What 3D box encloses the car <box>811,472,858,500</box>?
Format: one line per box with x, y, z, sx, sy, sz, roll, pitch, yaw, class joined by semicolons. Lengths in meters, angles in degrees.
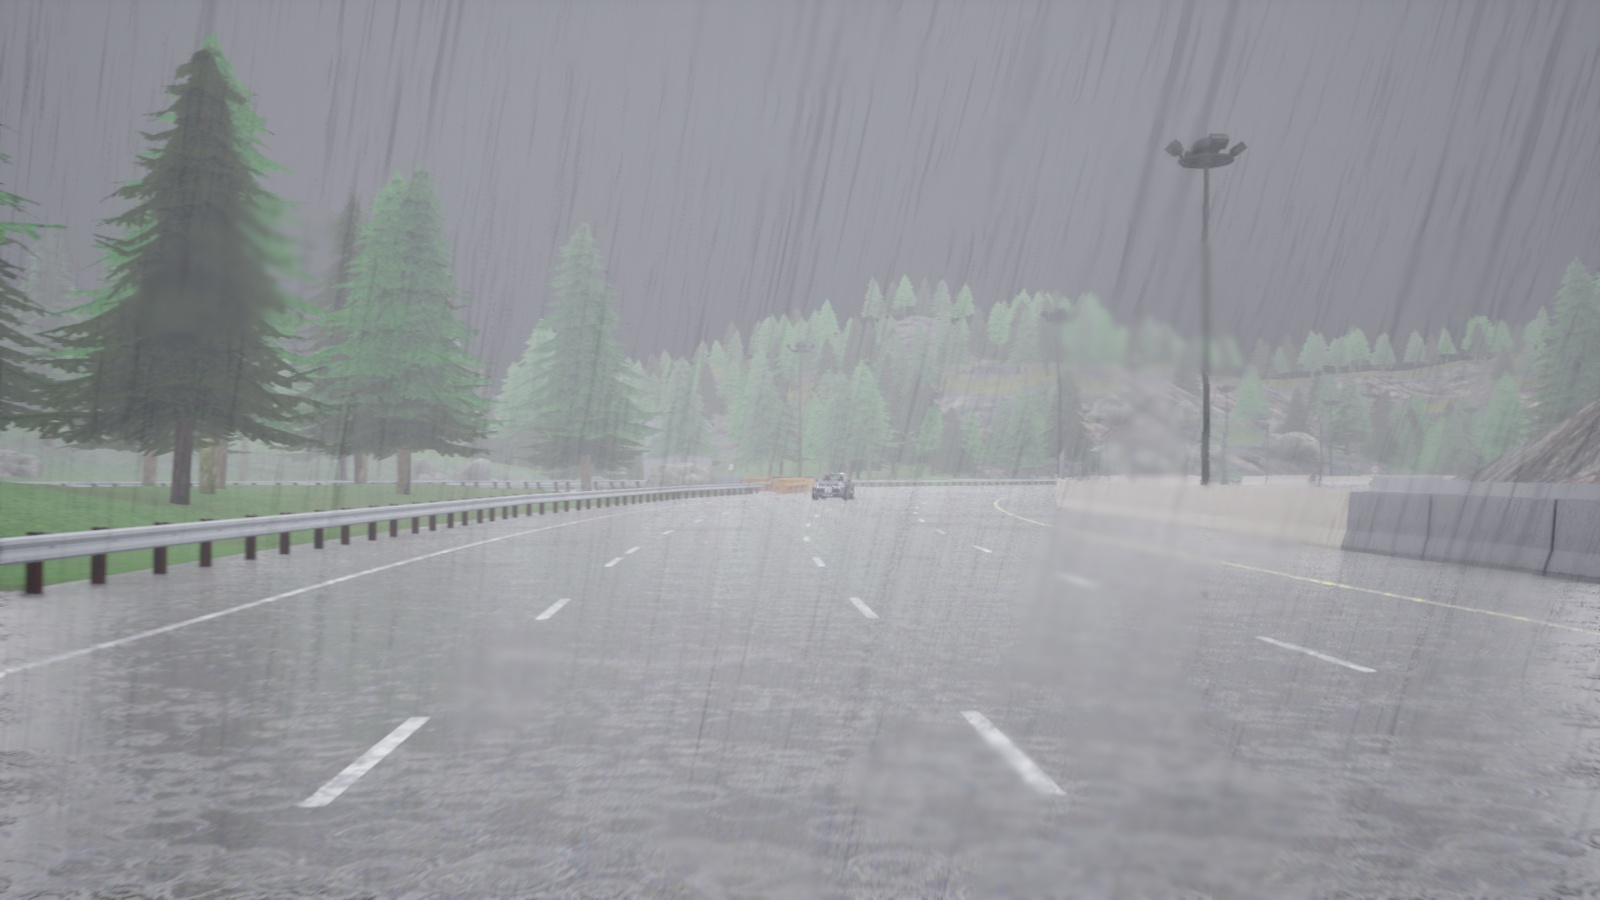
1.894;1.907;67.670;1.970;1.475;3.806;0;-1;10;car
